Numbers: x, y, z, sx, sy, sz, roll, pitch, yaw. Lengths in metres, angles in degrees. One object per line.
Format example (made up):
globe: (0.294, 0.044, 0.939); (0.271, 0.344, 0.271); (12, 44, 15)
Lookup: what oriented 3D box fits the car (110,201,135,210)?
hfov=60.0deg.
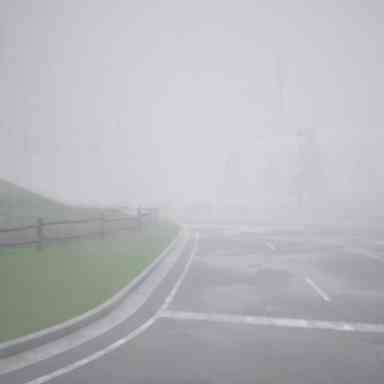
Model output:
car: (-13.847, 2.627, 65.900); (4.553, 1.767, 2.097); (-1, -1, 27)

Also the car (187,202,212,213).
car: (1.128, 2.371, 53.754); (2.097, 1.767, 4.553); (1, -1, -38)

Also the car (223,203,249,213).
car: (6.812, 2.454, 52.052); (1.882, 1.535, 5.008); (1, -1, -34)

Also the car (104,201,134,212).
car: (-12.664, 2.652, 56.995); (5.357, 1.411, 2.033); (-1, -1, 35)

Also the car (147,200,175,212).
car: (-5.551, 2.555, 55.461); (4.902, 1.511, 2.128); (-1, -2, 44)
